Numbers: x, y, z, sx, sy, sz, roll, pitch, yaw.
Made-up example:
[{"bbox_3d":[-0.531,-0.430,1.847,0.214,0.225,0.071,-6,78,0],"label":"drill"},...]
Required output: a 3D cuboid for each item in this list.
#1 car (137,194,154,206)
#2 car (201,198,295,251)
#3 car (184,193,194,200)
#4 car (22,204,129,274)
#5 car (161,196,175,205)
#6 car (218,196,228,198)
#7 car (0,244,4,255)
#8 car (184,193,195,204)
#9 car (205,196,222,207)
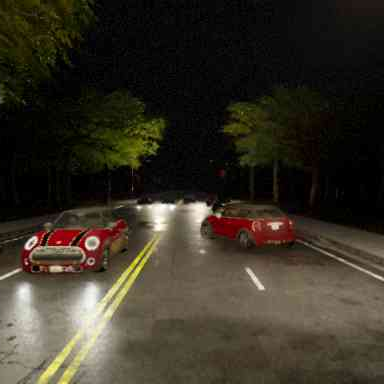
[{"bbox_3d":[-6.925,1.086,49.927,2.097,1.767,4.553,0,0,0],"label":"car"},{"bbox_3d":[2.164,1.296,14.133,2.097,1.767,4.553,0,0,-25],"label":"car"},{"bbox_3d":[-0.708,1.027,75.412,2.033,1.411,5.357,0,1,-1],"label":"car"},{"bbox_3d":[-3.383,1.313,10.503,2.097,1.767,4.553,0,0,0],"label":"car"},{"bbox_3d":[-3.691,1.325,51.369,1.895,1.301,4.718,0,0,0],"label":"car"},{"bbox_3d":[3.147,1.353,23.885,1.801,1.575,5.366,0,0,0],"label":"car"},{"bbox_3d":[-6.621,1.520,7.728,2.033,1.411,5.357,0,0,0],"label":"car"},{"bbox_3d":[-0.402,1.242,55.143,2.033,1.411,5.357,0,1,0],"label":"car"},{"bbox_3d":[2.955,1.326,45.716,1.994,1.385,4.181,0,0,-1],"label":"car"}]
